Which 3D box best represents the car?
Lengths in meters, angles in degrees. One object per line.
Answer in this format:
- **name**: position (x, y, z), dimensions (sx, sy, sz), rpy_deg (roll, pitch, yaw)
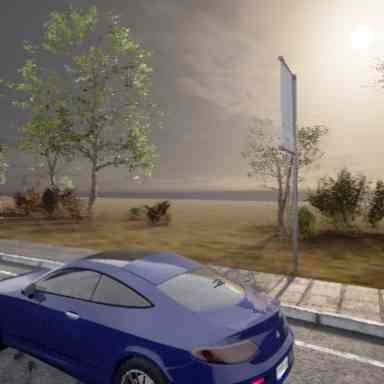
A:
- **car**: position (-1.045, 1.512, 4.489), dimensions (4.674, 1.442, 1.812), rpy_deg (0, 0, 34)
